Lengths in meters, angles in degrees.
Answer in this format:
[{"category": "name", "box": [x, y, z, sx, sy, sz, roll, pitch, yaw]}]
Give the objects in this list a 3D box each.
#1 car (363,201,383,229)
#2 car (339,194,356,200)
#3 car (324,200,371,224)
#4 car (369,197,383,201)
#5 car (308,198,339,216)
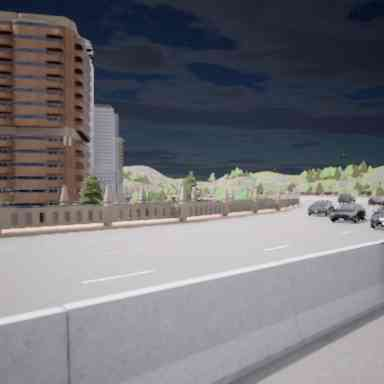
[{"category": "car", "box": [12.824, 1.548, 21.254, 2.128, 1.511, 4.902, 0, 0, 39]}, {"category": "car", "box": [29.784, 1.379, 64.061, 2.150, 2.045, 5.566, 0, 0, 11]}, {"category": "car", "box": [12.433, 1.625, 26.237, 2.033, 1.411, 5.357, 0, 0, 38]}, {"category": "car", "box": [31.721, 1.631, 57.126, 1.882, 1.535, 5.008, 0, 0, 16]}, {"category": "car", "box": [12.836, 1.607, 32.834, 1.837, 1.490, 4.892, 0, 0, 34]}]
